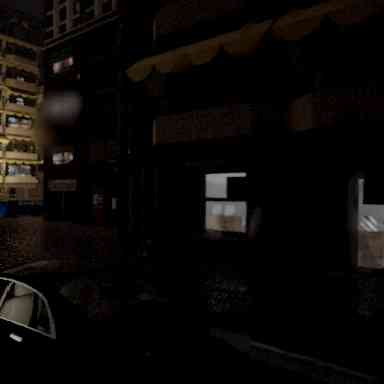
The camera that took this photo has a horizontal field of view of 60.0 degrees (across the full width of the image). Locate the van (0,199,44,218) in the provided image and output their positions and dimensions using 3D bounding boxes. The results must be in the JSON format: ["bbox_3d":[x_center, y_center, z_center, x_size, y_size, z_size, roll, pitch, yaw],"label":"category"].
[{"bbox_3d":[-16.129,1.583,31.876,1.690,1.788,3.998,-1,-2,35],"label":"van"}]

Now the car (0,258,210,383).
[{"bbox_3d":[-1.868,1.536,4.207,4.403,1.369,2.008,0,0,36],"label":"car"}]
